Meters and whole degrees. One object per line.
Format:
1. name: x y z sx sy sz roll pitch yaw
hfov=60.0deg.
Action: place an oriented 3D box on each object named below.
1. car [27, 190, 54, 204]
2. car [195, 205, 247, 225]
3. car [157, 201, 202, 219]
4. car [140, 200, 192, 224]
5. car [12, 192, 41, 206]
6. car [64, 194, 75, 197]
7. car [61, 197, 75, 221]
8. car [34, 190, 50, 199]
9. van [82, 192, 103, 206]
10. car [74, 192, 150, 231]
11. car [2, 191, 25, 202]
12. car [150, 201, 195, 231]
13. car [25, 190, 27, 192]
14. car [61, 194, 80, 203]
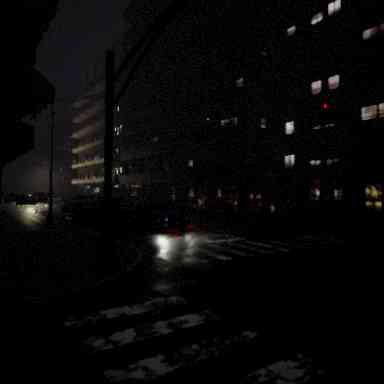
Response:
1. car: -21.942 0.804 48.008 2.097 1.767 4.553 1 0 -35
2. car: 2.109 1.559 23.945 1.947 1.339 4.313 2 -1 -35
3. car: -1.114 1.501 28.488 1.802 1.307 4.206 2 -1 -35
4. car: -2.075 1.421 25.075 1.812 1.442 4.674 1 0 -35
5. car: -20.861 1.020 41.847 1.947 1.339 4.313 2 -1 -35
6. car: -10.772 1.040 32.096 2.097 1.767 4.553 1 0 -35
7. car: -7.969 1.295 23.672 1.887 1.381 4.507 2 -1 -35
8. car: -33.334 0.495 73.926 2.192 1.841 5.009 2 -1 -35
9. van: -13.999 0.964 46.666 1.690 1.788 3.998 2 -1 -35
10. car: -4.737 1.139 19.131 2.192 1.841 5.009 2 -1 -35
11. car: -27.307 0.872 50.933 1.947 1.339 4.313 2 -1 -35
12. car: -2.184 1.364 19.974 1.882 1.535 5.008 1 0 -35
13. car: -39.886 0.556 83.150 1.752 1.417 4.829 2 -1 -35
14. car: -20.451 1.019 55.750 1.887 1.381 4.507 2 -1 -35
